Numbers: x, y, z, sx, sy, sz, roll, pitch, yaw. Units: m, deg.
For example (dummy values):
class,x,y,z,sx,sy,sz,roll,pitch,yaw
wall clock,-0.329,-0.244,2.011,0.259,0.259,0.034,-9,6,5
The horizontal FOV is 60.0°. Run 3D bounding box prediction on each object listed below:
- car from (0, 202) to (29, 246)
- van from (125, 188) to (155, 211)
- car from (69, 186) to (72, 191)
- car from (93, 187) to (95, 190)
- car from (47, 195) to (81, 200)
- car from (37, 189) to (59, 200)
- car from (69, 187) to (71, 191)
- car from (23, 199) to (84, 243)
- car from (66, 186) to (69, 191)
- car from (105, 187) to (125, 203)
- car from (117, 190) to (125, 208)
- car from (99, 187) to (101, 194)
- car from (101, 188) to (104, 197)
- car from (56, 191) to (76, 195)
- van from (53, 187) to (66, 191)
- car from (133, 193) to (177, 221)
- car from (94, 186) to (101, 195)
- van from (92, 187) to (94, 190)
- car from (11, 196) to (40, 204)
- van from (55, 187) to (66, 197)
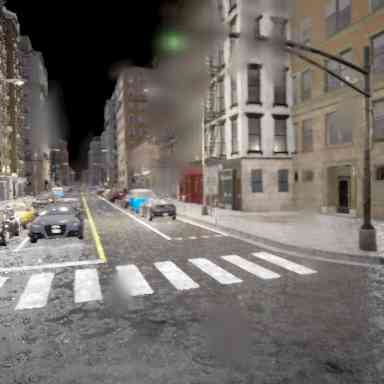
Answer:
class,x,y,z,sx,sy,sz,roll,pitch,yaw
car,-8.091,1.327,13.413,2.008,1.369,4.403,-2,2,-19
van,-3.958,0.685,26.218,1.690,1.788,3.998,-2,2,-19
car,-30.696,-0.334,79.939,2.192,1.841,5.009,-2,2,-19
car,-21.278,-0.188,77.424,1.947,1.339,4.313,-2,2,-19
car,-8.621,1.124,22.893,1.895,1.301,4.718,-2,2,-19
car,-15.047,0.778,33.882,1.967,1.590,4.097,-2,2,-19
car,-28.953,0.012,74.828,2.008,1.369,4.403,-2,2,-19
car,-5.803,1.267,14.541,1.994,1.385,4.181,-2,2,-18
car,-23.742,0.105,59.467,2.192,1.841,5.009,-2,2,-19
car,-9.155,0.330,41.578,2.192,1.841,5.009,-2,2,-19
car,-5.686,0.816,31.345,1.802,1.307,4.206,-2,2,-19
car,-14.403,0.208,57.103,1.752,1.417,4.829,-2,2,-19
car,-12.616,0.346,51.824,2.008,1.369,4.403,-2,2,-19
car,-11.812,0.884,32.337,1.994,1.385,4.181,-2,2,-19
van,-22.003,0.241,54.350,1.690,1.788,3.998,-2,2,-19
car,-2.221,1.005,21.104,2.008,1.369,4.403,-2,2,-19
car,-19.546,-0.099,72.304,1.887,1.381,4.507,-2,2,-19
van,-24.747,-0.633,87.658,1.690,1.788,3.998,-2,2,-19
car,-9.776,1.196,18.369,1.752,1.417,4.829,-2,2,-19
van,-25.480,0.022,64.586,1.690,1.788,3.998,-2,2,-19
